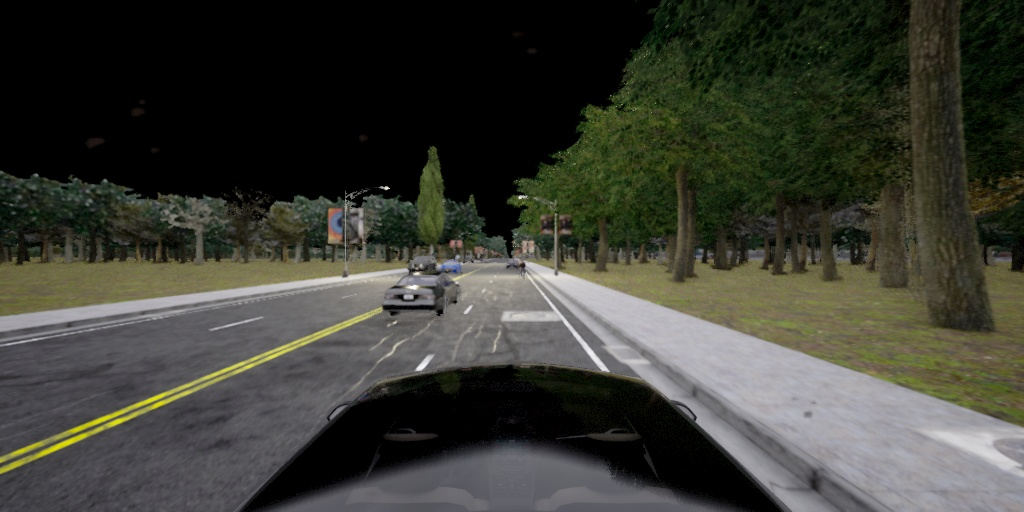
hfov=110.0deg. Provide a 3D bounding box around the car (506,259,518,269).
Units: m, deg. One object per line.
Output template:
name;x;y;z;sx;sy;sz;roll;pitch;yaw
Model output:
car;0.022;1.358;57.322;1.895;1.301;4.718;0;0;1

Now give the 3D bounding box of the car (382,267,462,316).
car;-3.150;1.298;13.432;2.033;1.411;5.357;0;0;0

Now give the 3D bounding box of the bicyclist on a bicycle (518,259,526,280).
bicyclist on a bicycle;0.891;1.124;29.540;0.659;1.776;1.843;0;0;0

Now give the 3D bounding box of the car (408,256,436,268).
car;-9.845;0.975;39.874;2.150;2.045;5.566;0;0;0

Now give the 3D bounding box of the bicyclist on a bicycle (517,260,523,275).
bicyclist on a bicycle;0.890;1.207;39.171;0.582;1.620;1.656;0;0;0

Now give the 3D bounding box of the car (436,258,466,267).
car;-6.592;1.231;39.033;1.882;1.535;5.008;0;0;0
